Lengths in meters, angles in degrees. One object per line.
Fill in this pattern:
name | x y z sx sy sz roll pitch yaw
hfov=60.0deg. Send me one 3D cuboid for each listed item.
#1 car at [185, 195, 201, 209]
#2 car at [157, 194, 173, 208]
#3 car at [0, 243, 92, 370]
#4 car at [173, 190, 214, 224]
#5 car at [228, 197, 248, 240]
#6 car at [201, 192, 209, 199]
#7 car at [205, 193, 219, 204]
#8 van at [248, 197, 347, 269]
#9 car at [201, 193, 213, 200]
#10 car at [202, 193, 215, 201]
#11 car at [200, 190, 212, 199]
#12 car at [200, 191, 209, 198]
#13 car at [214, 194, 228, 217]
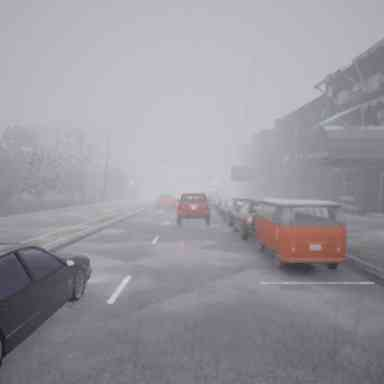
car | 0.107 1.156 41.368 1.882 1.535 5.008 0 0 0
car | -3.143 1.031 41.283 2.097 1.767 4.553 0 0 0
car | -3.149 1.508 5.029 2.033 1.411 5.357 0 0 0
car | 0.101 1.044 22.932 2.150 2.045 5.566 0 1 0
car | 3.228 1.228 16.217 2.185 1.767 4.553 0 0 0
car | 3.214 0.835 82.736 1.946 1.575 5.366 0 0 0
car | 3.234 1.050 54.986 1.946 1.575 5.366 0 0 0
van | 3.227 1.169 10.839 1.878 1.987 4.442 0 0 0
car | 3.223 0.927 71.370 2.231 1.521 4.892 0 0 0
car | 3.225 0.970 65.844 2.231 1.521 4.892 0 0 0
car | 3.218 0.631 77.052 2.435 2.045 5.566 0 0 0
car | 3.210 0.671 88.043 2.185 1.767 4.553 0 0 0
car | 3.230 1.227 32.692 2.231 1.521 4.892 0 0 0
